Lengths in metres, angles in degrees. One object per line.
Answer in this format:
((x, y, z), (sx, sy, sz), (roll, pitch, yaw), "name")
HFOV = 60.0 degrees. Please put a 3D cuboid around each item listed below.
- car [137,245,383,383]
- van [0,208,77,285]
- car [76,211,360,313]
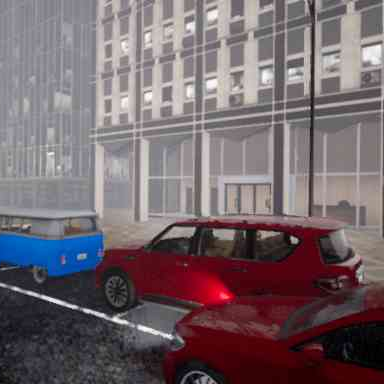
((1.873, 1.543, 2.879), (4.674, 1.442, 1.812), (0, 0, 36), "car")
((-4.262, 1.364, 9.311), (3.998, 1.788, 1.690), (0, 0, 34), "van")
((0.434, 1.339, 6.108), (5.009, 1.841, 2.192), (0, 0, 34), "car")
